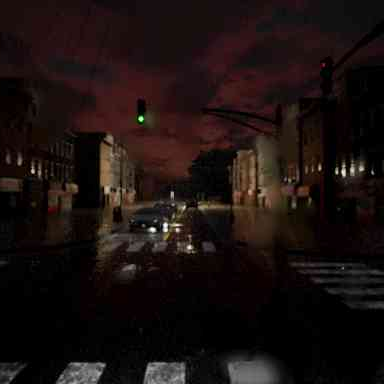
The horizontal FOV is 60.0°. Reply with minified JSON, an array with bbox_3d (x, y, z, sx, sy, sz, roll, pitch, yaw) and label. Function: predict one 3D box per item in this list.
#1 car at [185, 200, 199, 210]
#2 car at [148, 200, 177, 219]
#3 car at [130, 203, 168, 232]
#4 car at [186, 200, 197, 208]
[{"bbox_3d":[-0.006,1.987,52.135,1.837,1.490,4.892,0,-1,0],"label":"car"},{"bbox_3d":[-2.852,1.777,32.230,2.128,1.511,4.902,0,-1,0],"label":"car"},{"bbox_3d":[-2.849,1.719,21.866,1.812,1.442,4.674,0,-1,0],"label":"car"},{"bbox_3d":[-0.007,2.153,62.551,1.994,1.385,4.181,0,-1,0],"label":"car"}]
